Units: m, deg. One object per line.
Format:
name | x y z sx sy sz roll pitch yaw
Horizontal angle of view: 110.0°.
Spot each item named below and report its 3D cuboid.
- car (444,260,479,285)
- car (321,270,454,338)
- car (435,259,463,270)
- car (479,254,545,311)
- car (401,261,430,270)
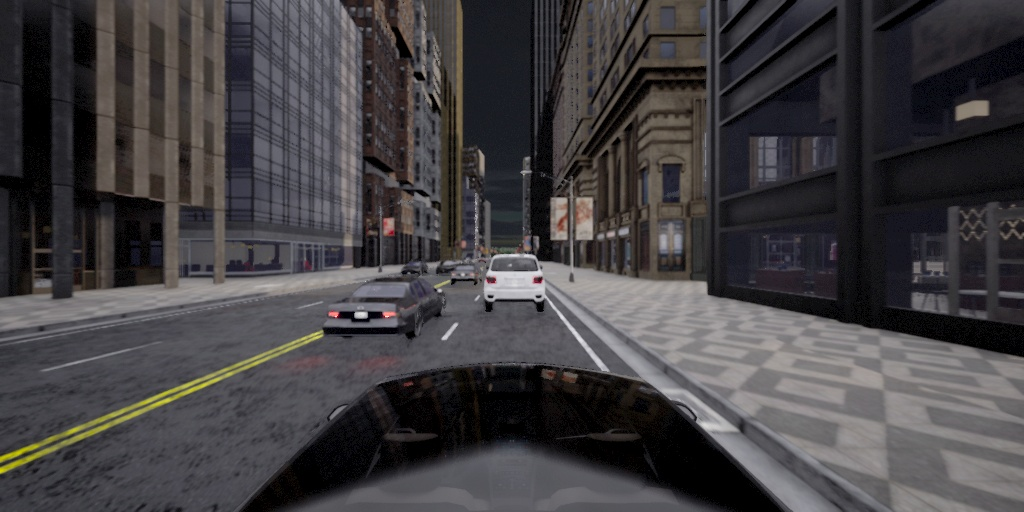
car | -3.169 1.264 25.672 2.033 1.411 5.357 0 0 0
car | -3.169 1.286 10.060 2.033 1.411 5.357 0 0 0
car | -6.600 1.180 37.142 1.882 1.535 5.008 0 0 0
car | 0.092 0.954 14.559 2.150 2.045 5.566 0 0 0
car | -9.852 1.250 36.907 2.033 1.411 5.357 0 0 0
